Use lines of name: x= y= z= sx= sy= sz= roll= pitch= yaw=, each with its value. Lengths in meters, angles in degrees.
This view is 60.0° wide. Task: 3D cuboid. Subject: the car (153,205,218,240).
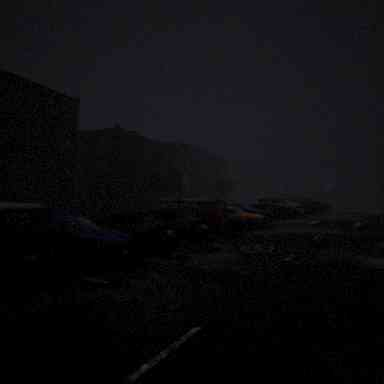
car: x=-1.528 y=1.566 z=16.008 sx=4.792 sy=1.488 sz=2.163 roll=1 pitch=0 yaw=28

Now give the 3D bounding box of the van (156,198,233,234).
van: x=-0.272 y=1.340 z=18.518 sx=4.442 sy=1.987 sz=1.878 roll=1 pitch=0 yaw=28

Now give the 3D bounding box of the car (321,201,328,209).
car: x=17.149 y=1.789 z=50.521 sx=5.566 sy=2.045 sz=2.435 roll=1 pitch=-1 yaw=28

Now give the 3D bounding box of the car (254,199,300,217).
car: x=7.800 y=1.765 z=33.263 sx=4.892 sy=1.521 sz=2.231 roll=1 pitch=0 yaw=28

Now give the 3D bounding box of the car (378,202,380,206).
car: x=48.828 y=3.115 z=81.633 sx=4.674 sy=1.452 sz=2.002 roll=1 pitch=-1 yaw=28

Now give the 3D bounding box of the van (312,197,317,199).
van: x=14.358 y=1.732 z=45.658 sx=4.442 sy=1.987 sz=1.878 roll=1 pitch=-1 yaw=28

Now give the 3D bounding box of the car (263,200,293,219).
car: x=6.450 y=1.756 z=30.811 sx=4.792 sy=1.488 sz=2.163 roll=1 pitch=0 yaw=28

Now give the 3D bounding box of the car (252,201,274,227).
car: x=2.651 y=1.626 z=23.309 sx=5.366 sy=1.575 sz=1.946 roll=1 pitch=0 yaw=28

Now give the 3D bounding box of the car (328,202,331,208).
car: x=21.150 y=1.930 z=57.917 sx=5.566 sy=2.045 sz=2.435 roll=1 pitch=-1 yaw=28

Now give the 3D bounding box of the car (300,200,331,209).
car: x=22.449 y=2.236 z=60.393 sx=4.892 sy=1.521 sz=2.231 roll=1 pitch=-1 yaw=28

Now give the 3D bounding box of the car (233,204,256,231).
car: x=1.183 y=1.627 z=20.915 sx=4.792 sy=1.488 sz=2.163 roll=1 pitch=0 yaw=28

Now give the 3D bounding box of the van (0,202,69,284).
van: x=-5.592 y=1.221 z=8.648 sx=4.442 sy=1.987 sz=1.878 roll=1 pitch=0 yaw=28

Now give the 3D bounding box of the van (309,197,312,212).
van: x=11.901 y=1.656 z=40.613 sx=4.442 sy=1.987 sz=1.878 roll=1 pitch=-1 yaw=28

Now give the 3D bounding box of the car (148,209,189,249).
car: x=-2.858 y=1.537 z=13.540 sx=4.792 sy=1.488 sz=2.163 roll=1 pitch=0 yaw=28

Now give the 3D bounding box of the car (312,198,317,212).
car: x=13.121 y=1.920 z=43.136 sx=4.892 sy=1.521 sz=2.231 roll=1 pitch=-1 yaw=28

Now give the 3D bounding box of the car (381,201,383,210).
car: x=32.624 y=2.300 z=51.692 sx=5.008 sy=1.535 sz=2.097 roll=1 pitch=-1 yaw=28

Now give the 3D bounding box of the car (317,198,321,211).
car: x=15.763 y=1.872 z=48.084 sx=4.553 sy=1.767 sz=2.185 roll=1 pitch=-1 yaw=28

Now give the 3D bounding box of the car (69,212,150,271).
car: x=-4.167 y=1.477 z=11.062 sx=5.008 sy=1.535 sz=2.097 roll=1 pitch=0 yaw=28

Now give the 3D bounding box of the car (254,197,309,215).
car: x=9.164 y=1.552 z=35.720 sx=5.566 sy=2.045 sz=2.435 roll=1 pitch=-1 yaw=28

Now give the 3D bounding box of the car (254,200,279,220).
car: x=3.811 y=1.658 z=25.864 sx=5.008 sy=1.535 sz=2.097 roll=1 pitch=0 yaw=28
